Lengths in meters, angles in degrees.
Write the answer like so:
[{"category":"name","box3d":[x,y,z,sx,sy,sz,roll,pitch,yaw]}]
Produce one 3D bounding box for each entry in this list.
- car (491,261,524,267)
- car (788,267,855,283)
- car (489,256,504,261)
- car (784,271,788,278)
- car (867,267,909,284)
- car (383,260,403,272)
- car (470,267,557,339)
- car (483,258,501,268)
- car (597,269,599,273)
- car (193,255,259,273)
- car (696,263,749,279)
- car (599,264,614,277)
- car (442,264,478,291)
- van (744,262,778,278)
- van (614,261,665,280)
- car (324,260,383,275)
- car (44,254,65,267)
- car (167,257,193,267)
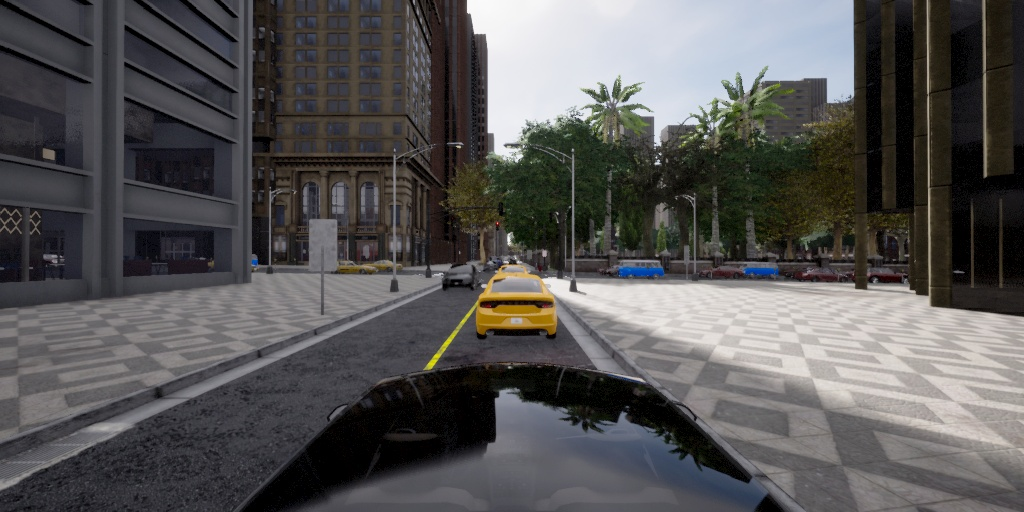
[{"category":"car","box3d":[0.041,1.235,20.184,1.882,1.535,5.008,0,0,0]},{"category":"car","box3d":[28.509,1.830,33.073,4.207,1.307,1.802,0,0,0]},{"category":"car","box3d":[-2.952,1.052,60.302,2.150,2.045,5.566,0,0,0]},{"category":"car","box3d":[33.042,1.904,38.901,5.357,1.411,2.033,1,0,1]},{"category":"car","box3d":[34.032,1.779,33.039,4.097,1.591,1.967,0,0,0]},{"category":"car","box3d":[-15.276,1.101,41.866,4.829,1.417,1.751,0,0,0]},{"category":"car","box3d":[0.111,1.230,10.124,1.882,1.535,5.008,0,0,0]},{"category":"car","box3d":[-2.739,1.319,46.823,1.812,1.442,4.674,0,0,-4]},{"category":"car","box3d":[11.980,1.605,41.699,4.207,1.307,1.802,0,0,0]},{"category":"car","box3d":[-26.319,0.867,33.408,4.829,1.417,1.751,0,0,0]},{"category":"car","box3d":[22.598,1.710,38.974,4.674,1.442,1.812,1,0,0]},{"category":"car","box3d":[12.638,1.567,39.035,5.357,1.411,2.033,1,0,0]},{"category":"car","box3d":[-3.055,1.263,22.154,1.837,1.490,4.892,0,0,0]},{"category":"van","box3d":[28.550,1.638,41.598,3.998,1.789,1.690,0,0,0]},{"category":"van","box3d":[11.939,1.315,33.174,3.998,1.789,1.690,0,0,0]},{"category":"car","box3d":[-14.978,1.052,33.339,4.829,1.417,1.751,0,0,0]},{"category":"car","box3d":[-43.501,0.508,33.513,4.097,1.591,1.967,0,0,0]},{"category":"car","box3d":[-37.786,0.774,42.004,4.313,1.339,1.948,0,0,0]}]
